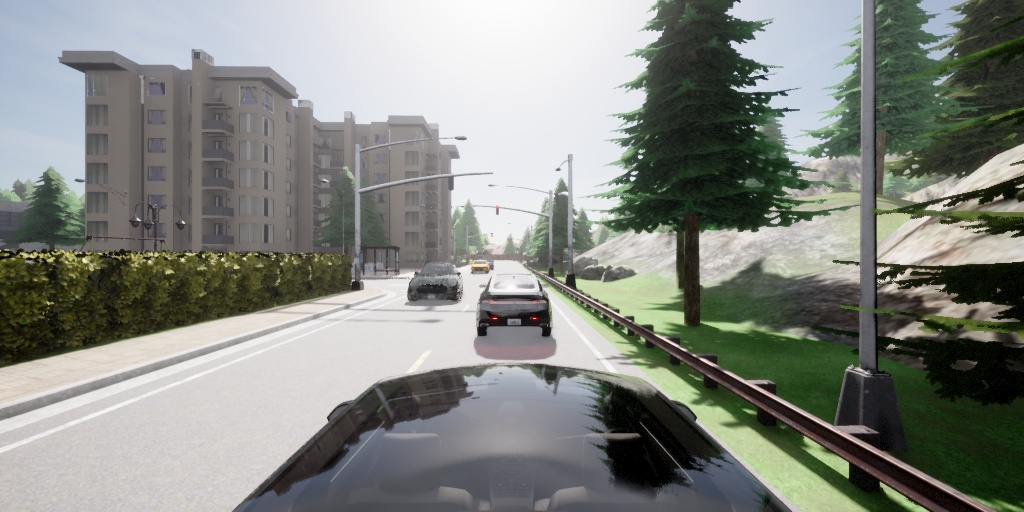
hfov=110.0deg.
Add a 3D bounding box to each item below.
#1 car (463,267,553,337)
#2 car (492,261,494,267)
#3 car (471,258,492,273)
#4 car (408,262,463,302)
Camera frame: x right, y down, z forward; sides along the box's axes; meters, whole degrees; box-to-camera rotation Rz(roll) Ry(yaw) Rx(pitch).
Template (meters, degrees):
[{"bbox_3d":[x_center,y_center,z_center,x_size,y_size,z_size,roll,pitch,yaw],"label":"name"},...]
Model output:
[{"bbox_3d":[0.058,1.242,10.331,2.128,1.511,4.902,0,0,0],"label":"car"},{"bbox_3d":[-3.707,1.102,51.932,2.097,1.767,4.553,0,0,0],"label":"car"},{"bbox_3d":[-3.693,1.227,42.321,1.882,1.535,5.008,0,0,0],"label":"car"},{"bbox_3d":[-3.448,1.102,17.028,2.097,1.767,4.553,0,0,-4],"label":"car"}]
